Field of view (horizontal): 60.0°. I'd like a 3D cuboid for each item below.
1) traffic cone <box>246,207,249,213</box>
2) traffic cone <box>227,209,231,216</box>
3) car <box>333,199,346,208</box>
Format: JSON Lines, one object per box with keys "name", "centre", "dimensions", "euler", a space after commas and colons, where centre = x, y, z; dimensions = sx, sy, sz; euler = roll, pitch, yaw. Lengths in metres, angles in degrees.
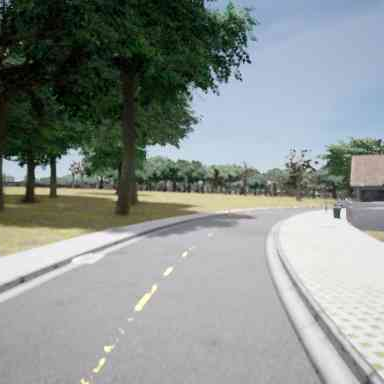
{"name": "traffic cone", "centre": [5.956, 1.941, 35.674], "dimensions": [0.340, 0.580, 0.340], "euler": [0, -1, 30]}
{"name": "traffic cone", "centre": [3.530, 1.903, 31.103], "dimensions": [0.340, 0.580, 0.340], "euler": [0, 0, 26]}
{"name": "car", "centre": [25.529, 1.939, 56.239], "dimensions": [1.812, 1.442, 4.674], "euler": [-1, -2, 44]}
